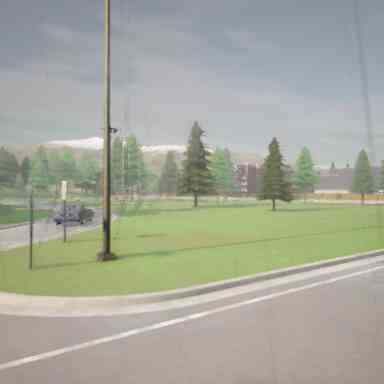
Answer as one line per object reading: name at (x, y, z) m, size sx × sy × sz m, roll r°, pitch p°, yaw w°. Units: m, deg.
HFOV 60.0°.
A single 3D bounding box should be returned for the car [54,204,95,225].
car at (-8.468, 1.578, 24.310) m, size 2.033 × 1.411 × 5.357 m, roll 0°, pitch 0°, yaw -5°
